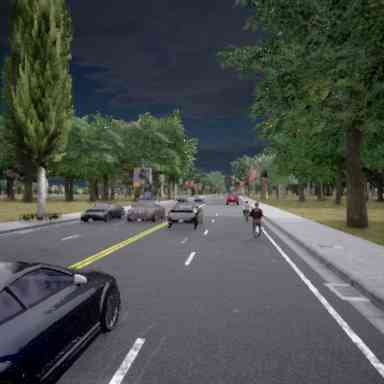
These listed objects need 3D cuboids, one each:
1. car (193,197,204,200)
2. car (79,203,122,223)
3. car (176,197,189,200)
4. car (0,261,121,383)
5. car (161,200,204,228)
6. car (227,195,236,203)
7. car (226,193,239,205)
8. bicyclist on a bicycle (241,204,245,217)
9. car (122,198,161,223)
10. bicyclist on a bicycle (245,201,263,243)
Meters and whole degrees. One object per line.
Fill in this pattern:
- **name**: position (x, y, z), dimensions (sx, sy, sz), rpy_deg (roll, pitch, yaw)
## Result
- **car**: position (1.378, 1.609, 66.136), dimensions (1.895, 1.301, 4.718), rpy_deg (0, 0, 7)
- **car**: position (-6.673, 1.551, 25.590), dimensions (2.033, 1.411, 5.357), rpy_deg (0, 0, 7)
- **car**: position (-1.899, 1.610, 66.097), dimensions (1.895, 1.301, 4.718), rpy_deg (0, 0, 7)
- **car**: position (-2.405, 1.565, 4.217), dimensions (1.994, 1.385, 4.181), rpy_deg (0, 0, 7)
- **car**: position (-0.349, 1.493, 21.960), dimensions (2.128, 1.511, 4.902), rpy_deg (0, 0, 7)
- **car**: position (8.813, 1.487, 73.675), dimensions (1.882, 1.535, 5.008), rpy_deg (0, 0, 7)
- **car**: position (7.205, 1.227, 58.936), dimensions (2.150, 2.045, 5.566), rpy_deg (0, 0, 7)
- **bicyclist on a bicycle**: position (4.049, 1.437, 24.621), dimensions (0.866, 1.612, 1.509), rpy_deg (0, 0, 6)
- **car**: position (-3.428, 1.355, 25.367), dimensions (2.097, 1.767, 4.553), rpy_deg (0, 0, 7)
- **bicyclist on a bicycle**: position (2.939, 1.371, 15.214), dimensions (0.659, 1.776, 1.843), rpy_deg (0, 0, 7)
